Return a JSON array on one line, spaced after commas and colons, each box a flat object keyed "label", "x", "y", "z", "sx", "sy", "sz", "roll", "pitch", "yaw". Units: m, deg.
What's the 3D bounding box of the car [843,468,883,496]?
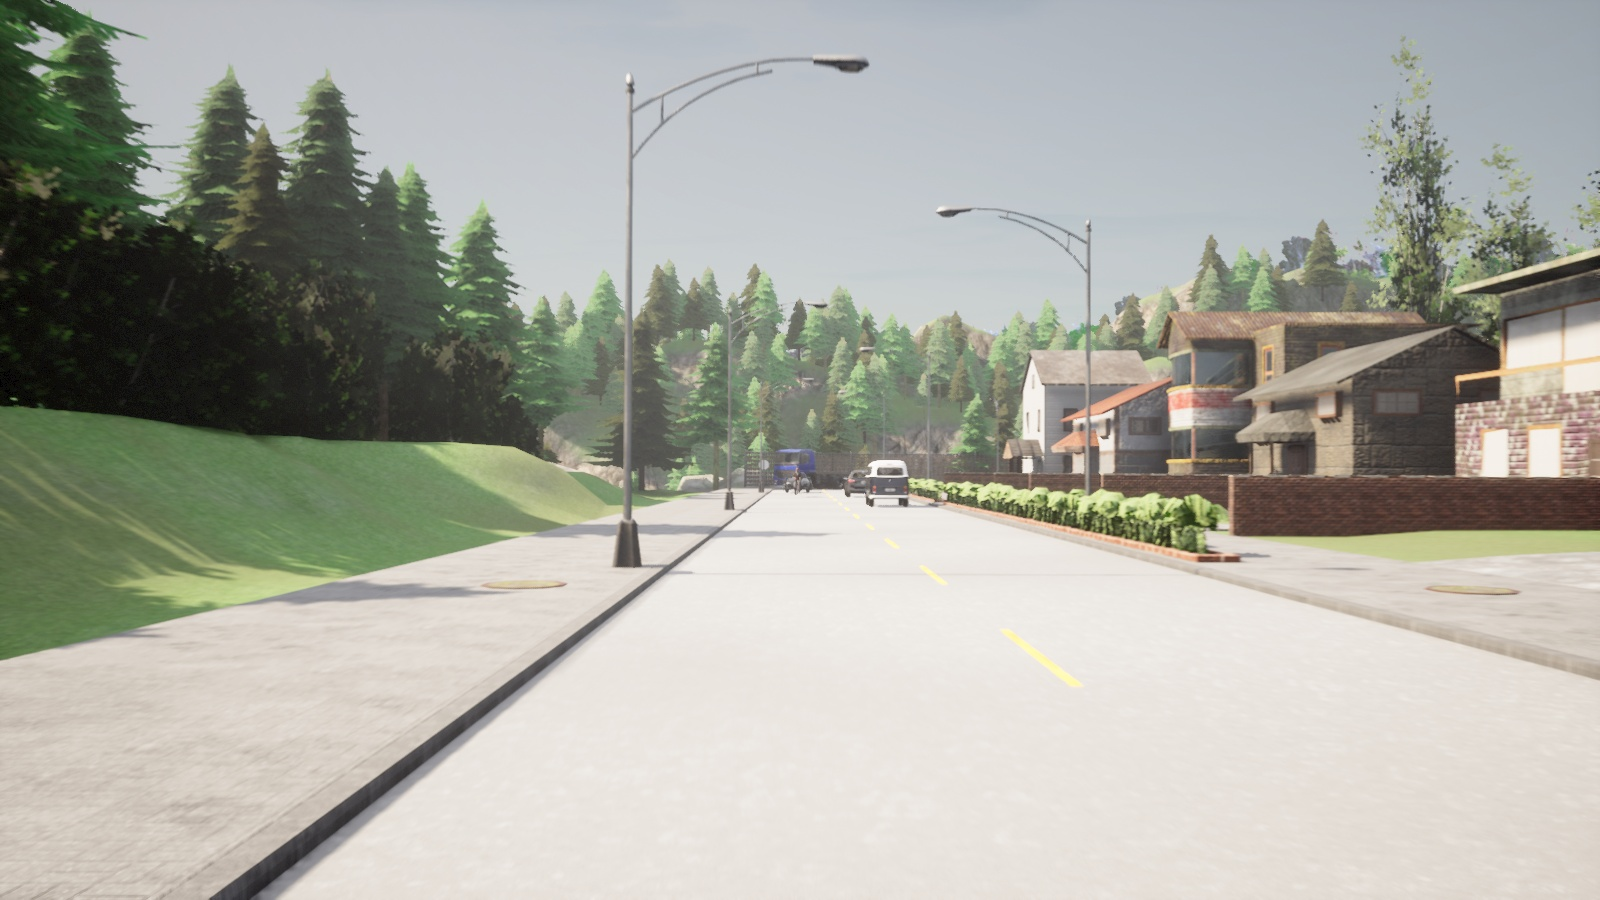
[{"label": "car", "x": 3.862, "y": 1.935, "z": 77.414, "sx": 2.242, "sy": 1.667, "sz": 4.611, "roll": 0, "pitch": -1, "yaw": 0}]

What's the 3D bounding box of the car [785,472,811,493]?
[{"label": "car", "x": -0.162, "y": 2.351, "z": 91.270, "sx": 1.816, "sy": 1.474, "sz": 4.193, "roll": 0, "pitch": -1, "yaw": 0}]

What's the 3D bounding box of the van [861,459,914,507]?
[{"label": "van", "x": 3.893, "y": 1.468, "z": 56.692, "sx": 2.069, "sy": 2.038, "sz": 4.480, "roll": 0, "pitch": -1, "yaw": 0}]
